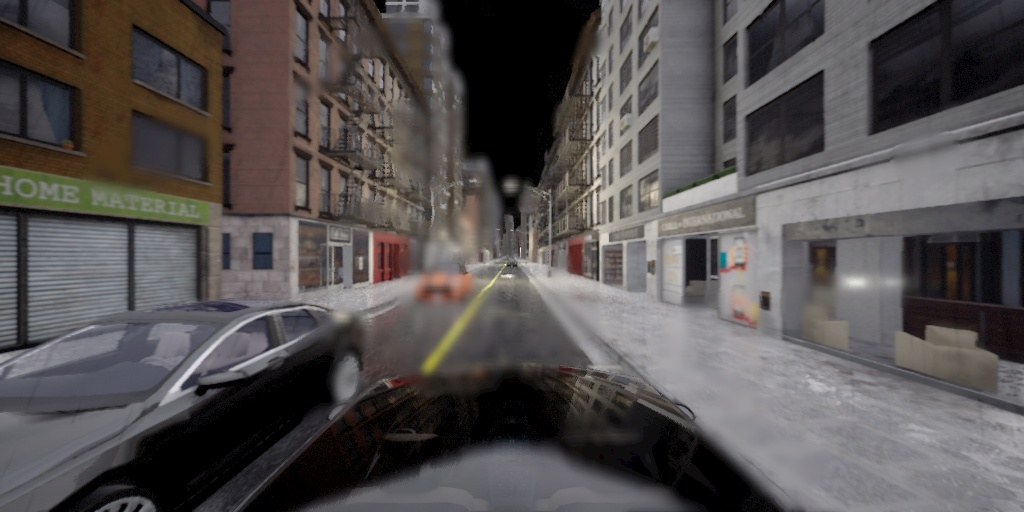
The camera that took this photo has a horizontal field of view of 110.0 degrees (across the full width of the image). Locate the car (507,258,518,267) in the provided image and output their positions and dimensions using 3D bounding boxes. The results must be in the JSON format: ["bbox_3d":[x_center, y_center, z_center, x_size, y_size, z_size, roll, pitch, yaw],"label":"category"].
[{"bbox_3d":[0.011,1.339,63.644,1.895,1.301,4.718,0,0,0],"label":"car"}]

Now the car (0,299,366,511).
[{"bbox_3d":[-3.084,1.241,3.401,2.128,1.511,4.902,0,0,0],"label":"car"}]

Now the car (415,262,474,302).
[{"bbox_3d":[-3.008,1.102,16.792,2.097,1.767,4.553,0,0,0],"label":"car"}]
